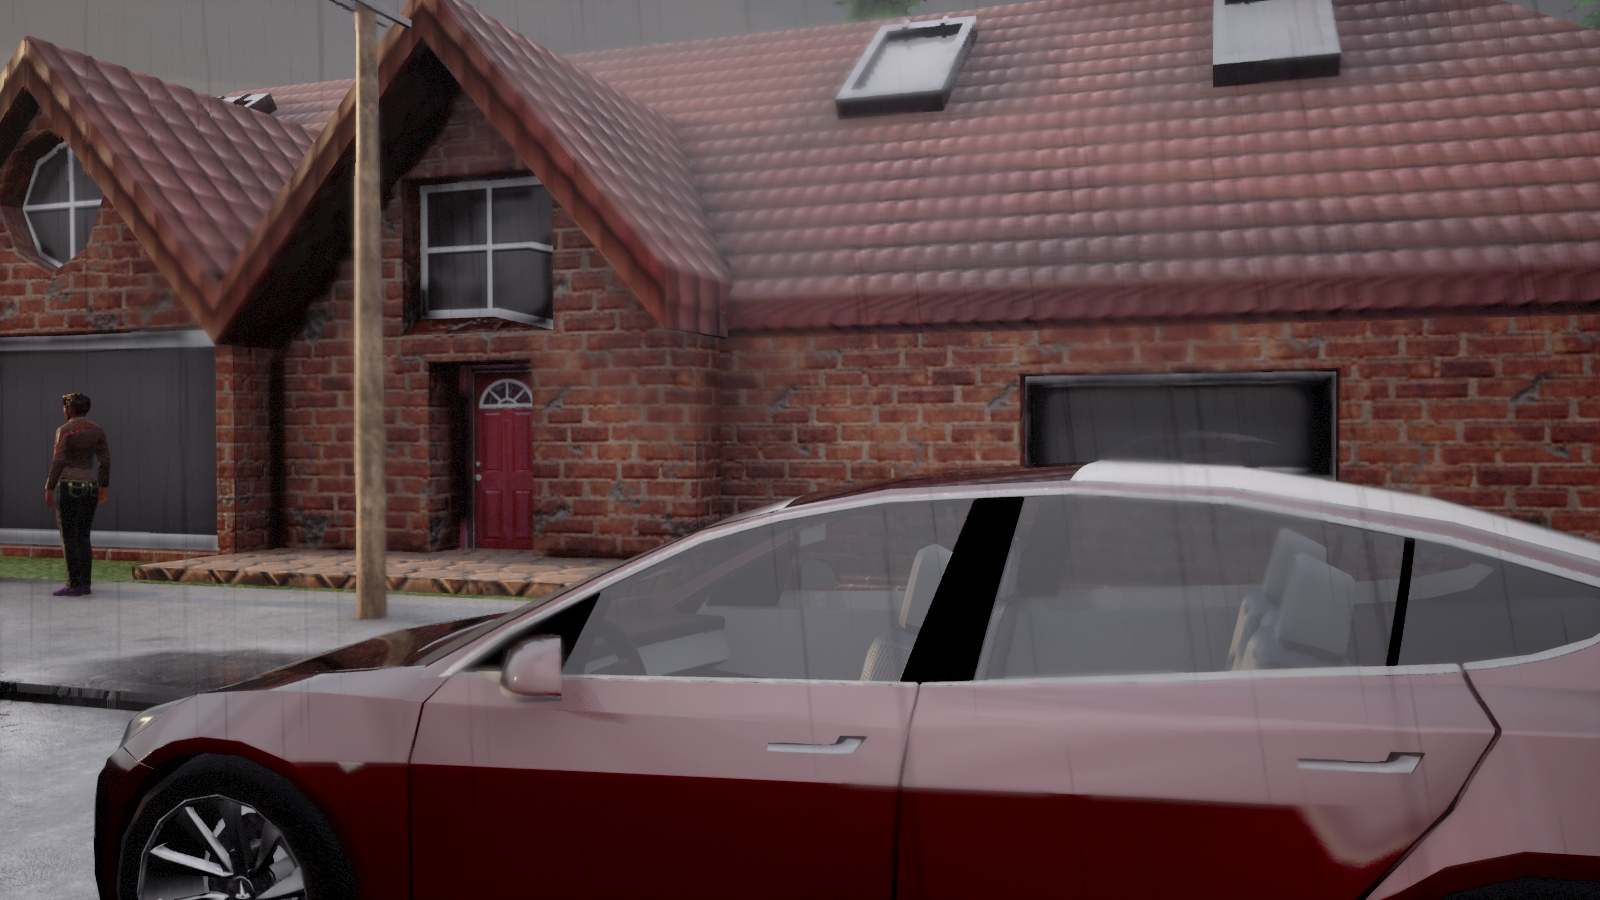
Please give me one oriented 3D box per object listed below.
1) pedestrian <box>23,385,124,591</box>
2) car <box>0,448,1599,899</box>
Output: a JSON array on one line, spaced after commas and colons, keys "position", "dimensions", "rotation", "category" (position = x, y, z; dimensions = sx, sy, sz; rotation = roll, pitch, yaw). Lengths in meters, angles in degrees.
[{"position": [-6.554, 0.330, 11.325], "dimensions": [0.869, 1.805, 0.328], "rotation": [1, 1, 24], "category": "pedestrian"}, {"position": [0.350, 0.770, 3.606], "dimensions": [4.792, 1.488, 2.163], "rotation": [1, 1, 18], "category": "car"}]
